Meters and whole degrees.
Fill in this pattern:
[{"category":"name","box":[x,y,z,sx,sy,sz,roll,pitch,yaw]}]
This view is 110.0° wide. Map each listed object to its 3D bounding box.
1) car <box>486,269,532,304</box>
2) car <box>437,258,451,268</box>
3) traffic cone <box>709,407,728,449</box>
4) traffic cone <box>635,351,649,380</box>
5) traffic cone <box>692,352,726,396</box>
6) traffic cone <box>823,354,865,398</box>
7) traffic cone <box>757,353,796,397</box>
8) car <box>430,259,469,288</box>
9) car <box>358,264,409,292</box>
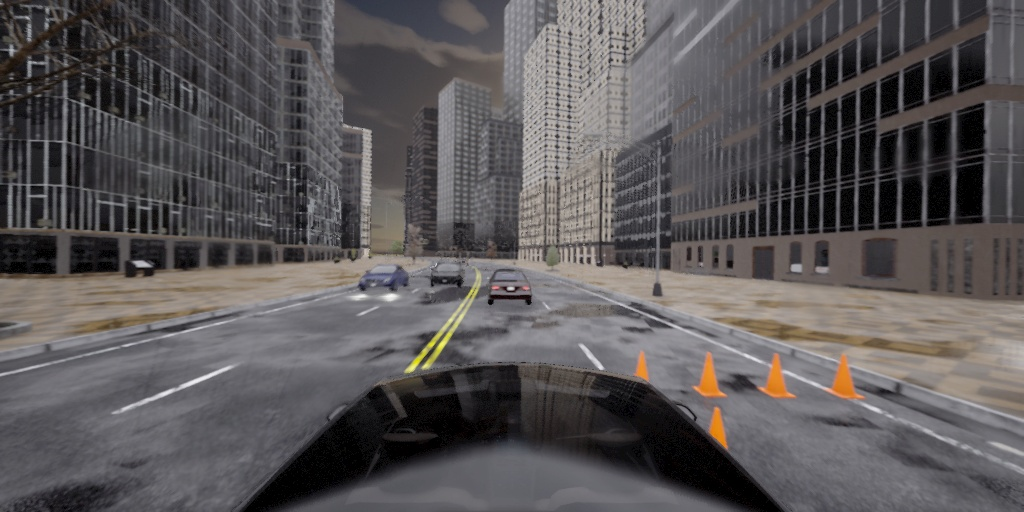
[{"category":"car","box":[-0.171,1.294,16.285,2.033,1.411,5.357,1,0,-3]},{"category":"car","box":[-11.508,1.149,60.956,2.033,1.411,5.357,1,0,-9]},{"category":"traffic cone","box":[1.927,1.729,3.380,0.340,0.580,0.340,0,0,1]},{"category":"traffic cone","box":[1.945,1.730,5.380,0.340,0.580,0.340,0,0,1]},{"category":"traffic cone","box":[2.945,1.742,5.371,0.340,0.580,0.340,0,0,1]},{"category":"traffic cone","box":[4.944,1.767,5.354,0.340,0.580,0.340,0,0,1]},{"category":"traffic cone","box":[3.945,1.755,5.363,0.340,0.580,0.340,0,0,1]},{"category":"car","box":[-4.040,1.173,23.163,1.882,1.535,5.008,1,0,-4]},{"category":"car","box":[-7.145,1.185,20.495,1.812,1.442,4.674,1,0,-3]}]
